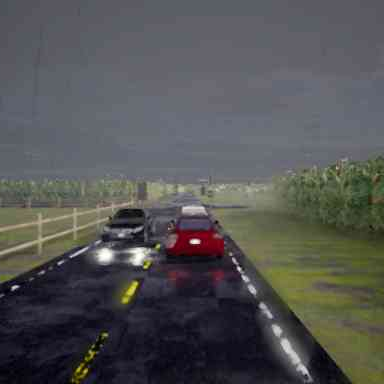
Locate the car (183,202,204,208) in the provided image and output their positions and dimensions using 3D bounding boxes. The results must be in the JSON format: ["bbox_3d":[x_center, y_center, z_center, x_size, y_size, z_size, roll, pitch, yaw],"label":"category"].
[{"bbox_3d":[0.110,1.505,29.398,1.895,1.301,4.718,0,0,0],"label":"car"}]

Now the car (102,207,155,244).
[{"bbox_3d":[-2.852,1.479,15.745,1.812,1.442,4.674,0,0,0],"label":"car"}]

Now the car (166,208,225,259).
[{"bbox_3d":[0.102,1.529,12.502,1.994,1.385,4.181,0,0,0],"label":"car"}]
